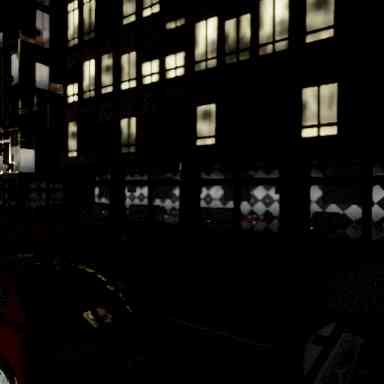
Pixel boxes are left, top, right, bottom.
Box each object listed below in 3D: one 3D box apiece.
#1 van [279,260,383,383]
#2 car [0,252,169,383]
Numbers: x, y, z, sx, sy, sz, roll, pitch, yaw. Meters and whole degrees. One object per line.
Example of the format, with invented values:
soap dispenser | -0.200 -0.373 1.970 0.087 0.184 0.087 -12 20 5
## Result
van | 2.270 1.350 1.254 3.998 1.788 1.690 1 0 35
car | -2.370 1.512 4.562 4.507 1.381 1.887 1 0 35
